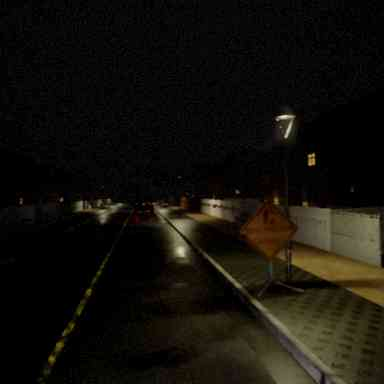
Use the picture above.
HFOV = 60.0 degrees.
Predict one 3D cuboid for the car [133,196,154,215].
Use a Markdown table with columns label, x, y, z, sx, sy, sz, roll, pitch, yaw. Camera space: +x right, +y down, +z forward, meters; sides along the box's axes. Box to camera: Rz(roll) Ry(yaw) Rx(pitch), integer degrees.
| label | x | y | z | sx | sy | sz | roll | pitch | yaw |
| --- | --- | --- | --- | --- | --- | --- | --- | --- | --- |
| car | -5.546 | 1.443 | 38.126 | 2.150 | 2.045 | 5.566 | -2 | -1 | -9 |

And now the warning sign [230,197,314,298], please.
| label | x | y | z | sx | sy | sz | roll | pitch | yaw |
| --- | --- | --- | --- | --- | --- | --- | --- | --- | --- |
| warning sign | 1.616 | 1.070 | 6.956 | 1.300 | 1.860 | 1.060 | -3 | -1 | -9 |

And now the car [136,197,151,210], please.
| label | x | y | z | sx | sy | sz | roll | pitch | yaw |
| --- | --- | --- | --- | --- | --- | --- | --- | --- | --- |
| car | -7.289 | 1.688 | 49.591 | 2.097 | 1.767 | 4.553 | -2 | 0 | -9 |
